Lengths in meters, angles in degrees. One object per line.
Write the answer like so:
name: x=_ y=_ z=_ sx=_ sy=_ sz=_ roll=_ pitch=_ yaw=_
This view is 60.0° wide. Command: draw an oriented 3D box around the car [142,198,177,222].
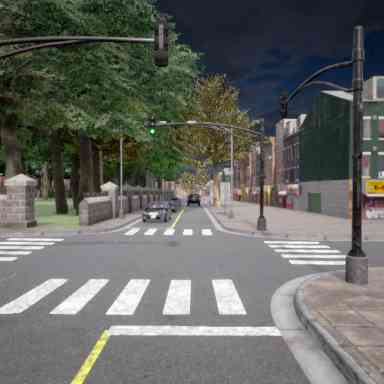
car: x=-2.686 y=1.503 z=26.221 sx=2.128 sy=1.511 sz=4.902 roll=0 pitch=0 yaw=2

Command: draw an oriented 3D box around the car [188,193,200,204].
car: x=0.367 y=1.311 z=65.906 sx=2.150 sy=2.045 sz=5.566 roll=0 pitch=0 yaw=0

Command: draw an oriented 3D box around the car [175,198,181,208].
car: x=-2.643 y=1.571 z=36.960 sx=2.033 sy=1.411 sz=5.357 roll=0 pitch=0 yaw=0

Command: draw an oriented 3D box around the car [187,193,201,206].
car: x=0.309 y=1.283 z=55.485 sx=2.150 sy=2.045 sz=5.566 roll=0 pitch=0 yaw=0
